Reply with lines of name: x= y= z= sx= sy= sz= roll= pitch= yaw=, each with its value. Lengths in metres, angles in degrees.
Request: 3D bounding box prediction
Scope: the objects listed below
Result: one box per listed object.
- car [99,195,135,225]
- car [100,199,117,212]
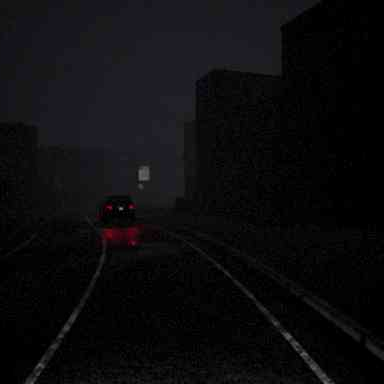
car: x=-5.775 y=1.277 z=25.317 sx=2.150 sy=2.045 sz=5.566 roll=-2 pitch=0 yaw=-20
car: x=-10.532 y=1.702 z=42.177 sx=1.812 sy=1.442 sz=4.674 roll=-1 pitch=0 yaw=-10
